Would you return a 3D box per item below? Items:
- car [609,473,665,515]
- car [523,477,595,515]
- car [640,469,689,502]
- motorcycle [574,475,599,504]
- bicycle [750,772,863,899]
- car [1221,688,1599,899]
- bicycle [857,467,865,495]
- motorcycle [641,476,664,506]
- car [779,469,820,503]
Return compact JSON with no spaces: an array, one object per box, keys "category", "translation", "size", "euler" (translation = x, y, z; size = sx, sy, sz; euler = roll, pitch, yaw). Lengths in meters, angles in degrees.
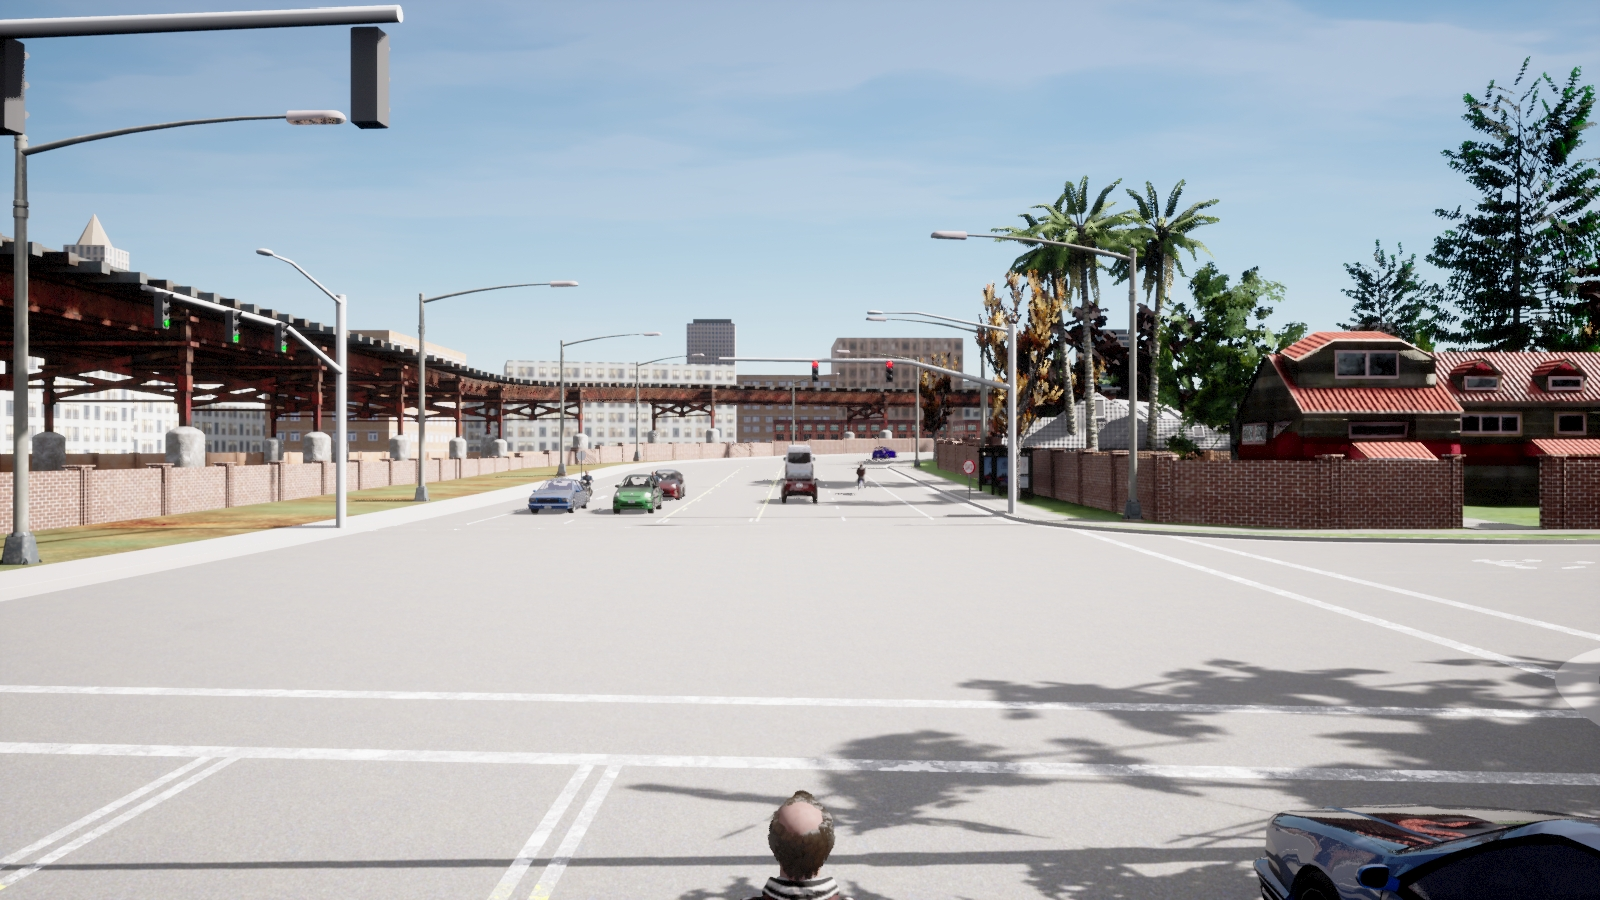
[{"category":"car","translation":[-7.031,1.877,49.699],"size":[1.851,1.617,3.988],"euler":[0,1,0]},{"category":"car","translation":[-10.533,1.979,50.381],"size":[2.033,1.411,5.357],"euler":[0,1,0]},{"category":"car","translation":[-7.040,1.799,59.679],"size":[2.007,1.525,4.514],"euler":[0,1,0]},{"category":"motorcycle","translation":[-10.476,1.934,56.002],"size":[0.856,1.341,1.805],"euler":[0,1,1]},{"category":"bicycle","translation":[0.019,2.048,3.681],"size":[0.329,1.496,1.835],"euler":[0,0,0]},{"category":"car","translation":[3.467,2.106,4.038],"size":[2.033,1.411,5.357],"euler":[0,0,1]},{"category":"bicycle","translation":[3.476,1.732,64.941],"size":[0.329,1.496,1.835],"euler":[0,1,0]},{"category":"motorcycle","translation":[-7.053,1.947,54.746],"size":[0.856,1.341,1.805],"euler":[0,1,0]},{"category":"car","translation":[-0.033,1.814,58.635],"size":[2.007,1.525,4.514],"euler":[0,1,0]}]
